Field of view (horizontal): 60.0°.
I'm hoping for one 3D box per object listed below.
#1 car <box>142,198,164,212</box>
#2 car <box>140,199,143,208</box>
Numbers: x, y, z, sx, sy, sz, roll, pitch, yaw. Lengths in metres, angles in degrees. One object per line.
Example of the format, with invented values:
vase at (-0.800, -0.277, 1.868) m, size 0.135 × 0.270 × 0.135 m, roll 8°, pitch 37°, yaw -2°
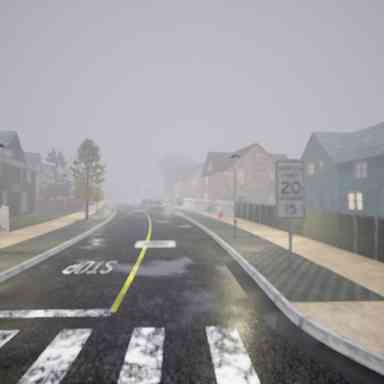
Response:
car at (-4.701, 1.712, 41.779) m, size 2.033 × 1.411 × 5.357 m, roll 0°, pitch 0°, yaw -13°
car at (-7.094, 1.704, 51.984) m, size 1.882 × 1.535 × 5.008 m, roll 0°, pitch 0°, yaw -13°
